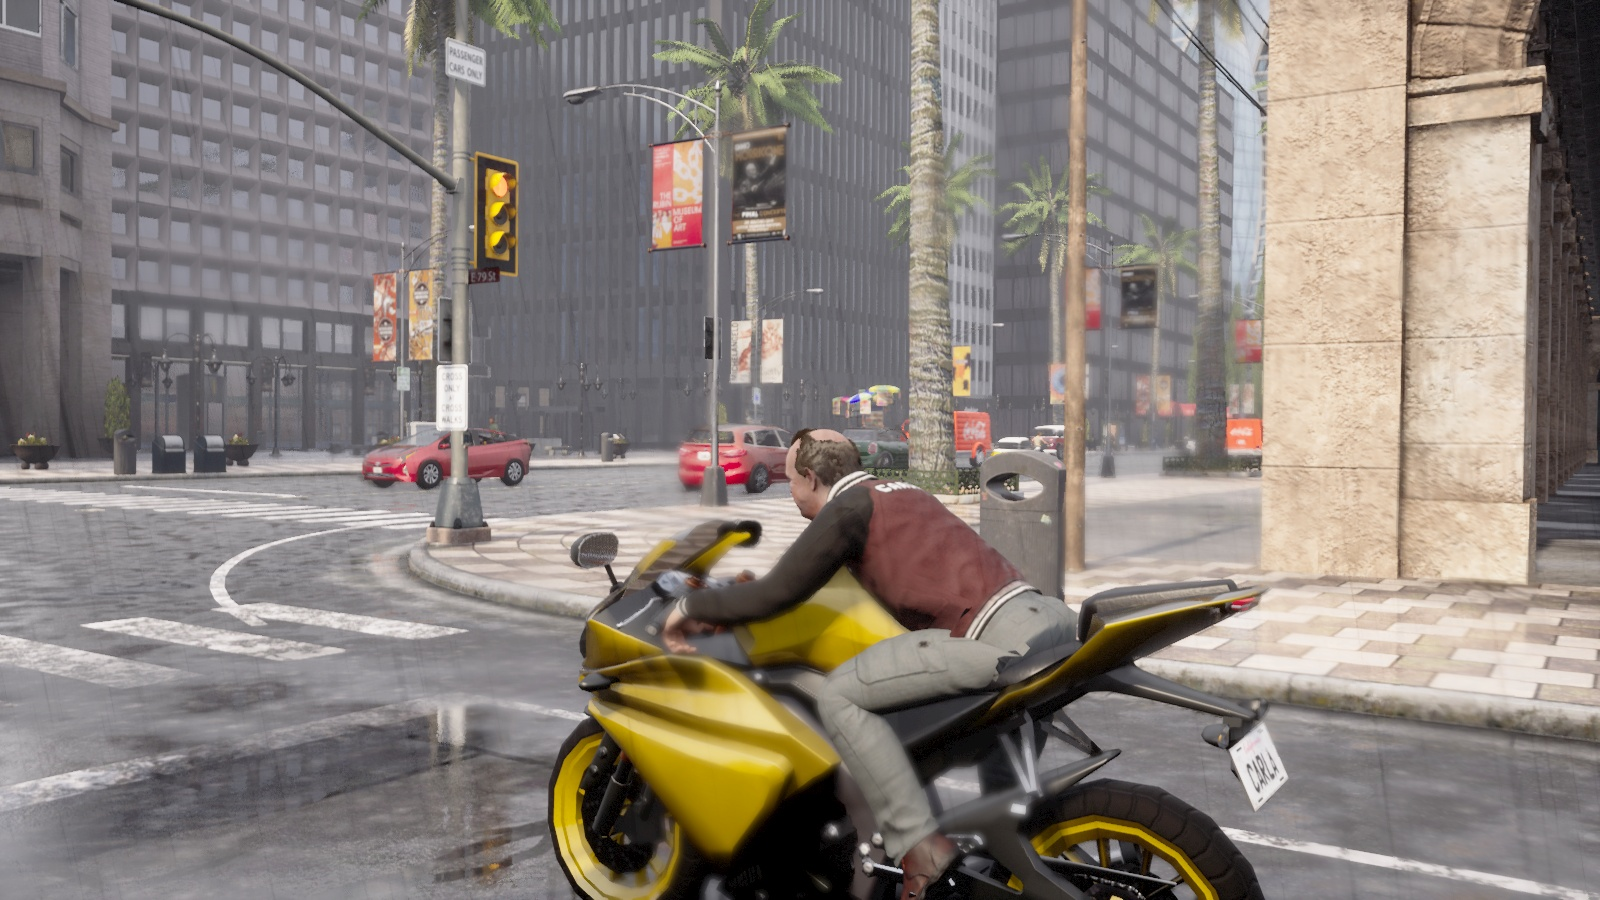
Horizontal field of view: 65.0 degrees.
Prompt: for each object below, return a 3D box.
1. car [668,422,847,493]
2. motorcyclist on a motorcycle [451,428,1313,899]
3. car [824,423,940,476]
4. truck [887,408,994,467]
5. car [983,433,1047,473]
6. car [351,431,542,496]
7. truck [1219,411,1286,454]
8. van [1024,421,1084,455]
[{"bbox_3d":[-0.981,0.139,31.777,2.242,1.667,4.611,0,1,34],"label":"car"},{"bbox_3d":[0.146,0.717,3.421,2.191,1.530,0.866,0,1,33],"label":"motorcyclist on a motorcycle"},{"bbox_3d":[2.951,-0.053,44.063,2.097,1.767,4.553,0,1,33],"label":"car"},{"bbox_3d":[6.267,-0.589,55.422,2.627,2.467,5.204,0,1,33],"label":"truck"},{"bbox_3d":[7.707,0.091,44.911,1.481,1.376,2.207,0,1,33],"label":"car"},{"bbox_3d":[-8.995,0.301,32.343,2.007,1.525,4.514,0,1,33],"label":"car"},{"bbox_3d":[26.793,-1.028,74.310,2.627,2.467,5.204,0,1,33],"label":"truck"},{"bbox_3d":[15.389,-0.741,75.996,2.069,2.038,4.480,0,1,33],"label":"van"}]
